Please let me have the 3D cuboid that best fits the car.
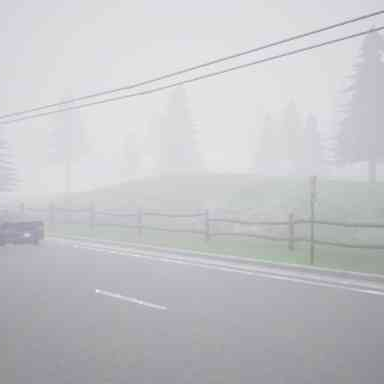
[{"bbox_3d":[-8.269,1.482,14.066,5.008,1.535,1.882,0,0,36],"label":"car"}]
